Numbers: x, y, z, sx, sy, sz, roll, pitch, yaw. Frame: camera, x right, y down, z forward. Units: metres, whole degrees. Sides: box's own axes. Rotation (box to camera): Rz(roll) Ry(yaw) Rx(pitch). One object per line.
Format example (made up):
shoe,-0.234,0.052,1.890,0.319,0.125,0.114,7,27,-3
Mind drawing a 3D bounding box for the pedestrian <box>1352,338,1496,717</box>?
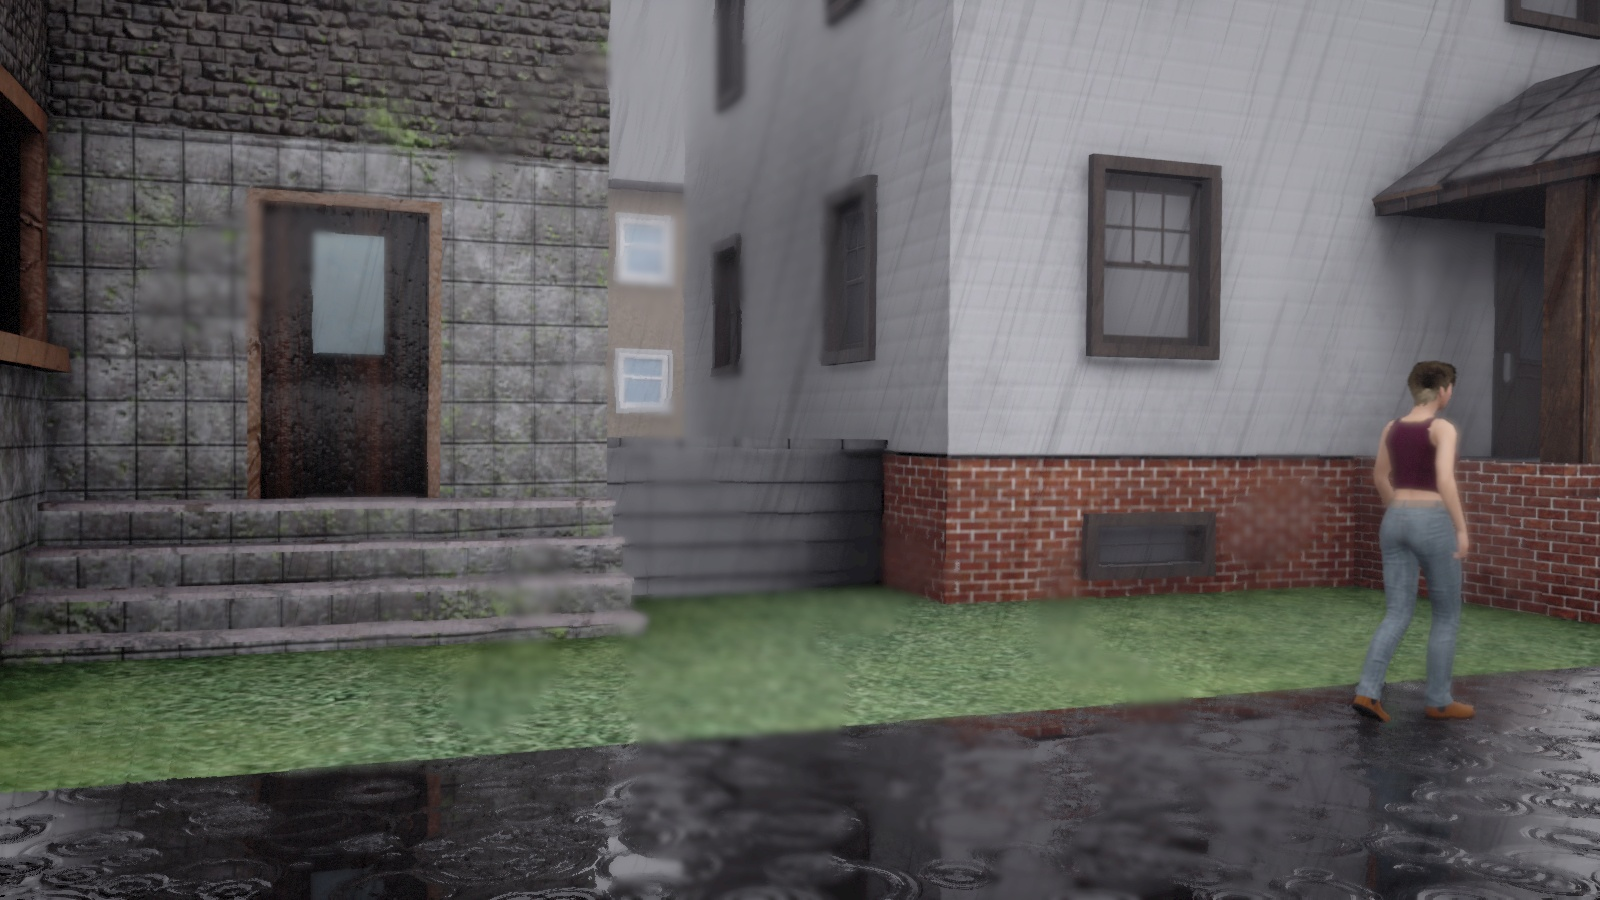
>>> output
pedestrian,3.156,0.370,6.354,0.594,1.836,0.345,-1,1,-23
